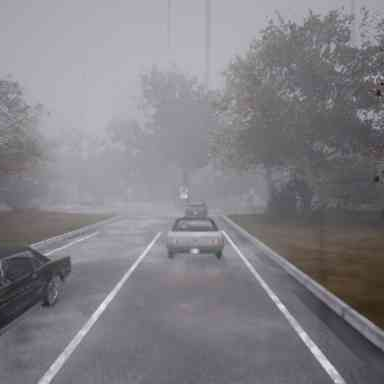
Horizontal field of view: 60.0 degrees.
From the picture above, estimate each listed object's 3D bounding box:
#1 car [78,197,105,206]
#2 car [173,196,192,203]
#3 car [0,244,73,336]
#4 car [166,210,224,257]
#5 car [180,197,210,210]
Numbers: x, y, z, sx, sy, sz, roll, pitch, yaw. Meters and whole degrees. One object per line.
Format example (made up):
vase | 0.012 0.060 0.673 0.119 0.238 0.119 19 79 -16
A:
car | -16.706 1.570 55.816 2.033 1.411 5.357 0 0 20
car | -1.364 1.519 66.418 4.902 1.511 2.128 0 0 2
car | -3.598 1.603 5.199 1.895 1.301 4.718 0 0 0
car | 0.102 1.606 12.914 1.895 1.301 4.718 0 0 0
car | 0.545 1.503 29.914 2.128 1.511 4.902 0 0 6
